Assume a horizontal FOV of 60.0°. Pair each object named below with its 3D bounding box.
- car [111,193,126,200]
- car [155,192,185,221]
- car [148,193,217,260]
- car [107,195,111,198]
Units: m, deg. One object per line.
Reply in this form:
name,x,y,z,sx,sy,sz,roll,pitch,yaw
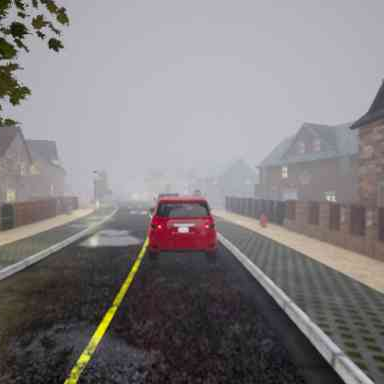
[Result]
car,-17.457,1.139,80.852,2.033,1.411,5.357,0,0,-25
car,-1.955,1.075,27.312,2.150,2.045,5.566,0,1,-7
car,-0.399,1.157,12.292,2.150,2.045,5.566,0,0,-3
car,-21.865,0.956,90.363,1.882,1.535,5.008,0,0,-25
